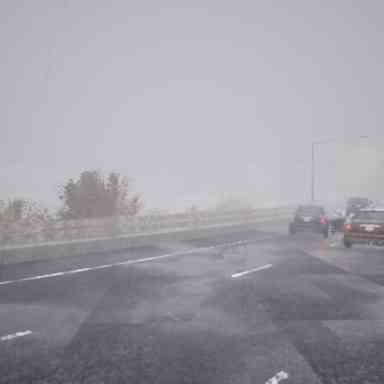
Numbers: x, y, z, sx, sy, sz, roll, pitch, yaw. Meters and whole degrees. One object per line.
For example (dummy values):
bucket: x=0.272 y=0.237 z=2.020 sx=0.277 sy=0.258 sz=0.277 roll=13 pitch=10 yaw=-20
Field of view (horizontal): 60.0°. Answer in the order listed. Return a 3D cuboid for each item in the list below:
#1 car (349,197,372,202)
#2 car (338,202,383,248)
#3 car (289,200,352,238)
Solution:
car: x=17.353 y=1.528 z=34.607 sx=2.150 sy=2.045 sz=5.566 roll=0 pitch=0 yaw=27
car: x=8.364 y=1.489 z=14.717 sx=2.097 sy=1.767 sz=4.553 roll=0 pitch=0 yaw=40
car: x=7.305 y=1.504 z=19.006 sx=2.097 sy=1.767 sz=4.553 roll=0 pitch=0 yaw=38
